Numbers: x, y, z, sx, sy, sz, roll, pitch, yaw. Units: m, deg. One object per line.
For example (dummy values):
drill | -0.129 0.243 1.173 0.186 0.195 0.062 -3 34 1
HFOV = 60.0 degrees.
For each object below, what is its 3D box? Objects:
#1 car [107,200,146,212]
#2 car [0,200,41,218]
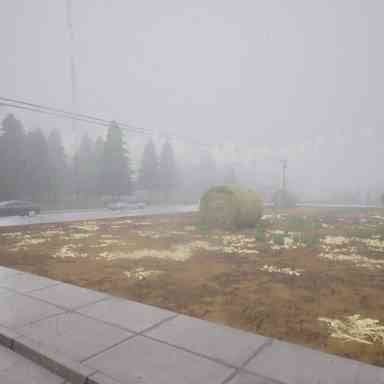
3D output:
car | -7.813 1.627 40.079 1.895 1.301 4.718 0 0 37
car | -15.883 1.531 29.188 1.837 1.490 4.892 0 0 37
